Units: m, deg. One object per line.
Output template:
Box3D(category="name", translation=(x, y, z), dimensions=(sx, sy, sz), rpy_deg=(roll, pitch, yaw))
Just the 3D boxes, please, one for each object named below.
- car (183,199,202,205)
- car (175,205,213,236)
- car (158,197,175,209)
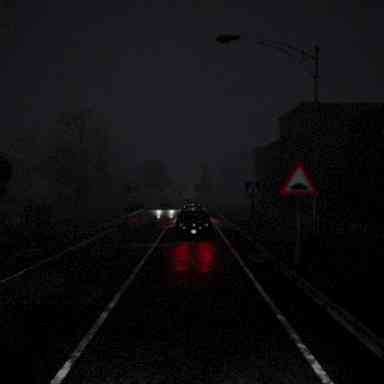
Box3D(category="car", translation=(0.081, 1.469, 35.505), dimensions=(2.128, 1.511, 4.902), rpy_deg=(0, 0, 0))
Box3D(category="car", translation=(0.090, 1.657, 18.669), dimensions=(1.895, 1.301, 4.718), rpy_deg=(0, 0, 0))
Box3D(category="car", translation=(-3.272, 1.434, 43.536), dimensions=(1.882, 1.535, 5.008), rpy_deg=(0, 0, 0))
